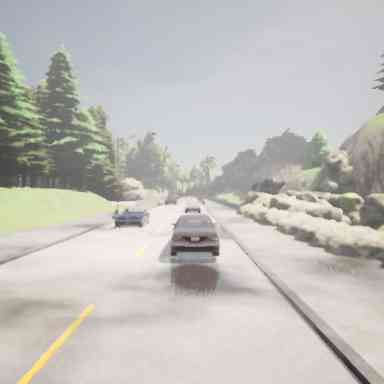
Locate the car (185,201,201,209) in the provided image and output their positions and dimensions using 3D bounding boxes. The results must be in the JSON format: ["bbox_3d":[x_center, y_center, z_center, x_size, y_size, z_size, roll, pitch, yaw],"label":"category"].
[{"bbox_3d":[0.100,1.836,41.605,1.895,1.301,4.718,0,0,0],"label":"car"}]

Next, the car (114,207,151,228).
[{"bbox_3d":[-4.098,1.733,23.354,1.895,1.301,4.718,0,0,0],"label":"car"}]

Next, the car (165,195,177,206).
[{"bbox_3d":[-4.004,1.629,64.265,2.150,2.045,5.566,0,0,0],"label":"car"}]

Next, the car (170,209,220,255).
[{"bbox_3d":[0.101,1.625,13.579,2.033,1.411,5.357,0,0,0],"label":"car"}]
